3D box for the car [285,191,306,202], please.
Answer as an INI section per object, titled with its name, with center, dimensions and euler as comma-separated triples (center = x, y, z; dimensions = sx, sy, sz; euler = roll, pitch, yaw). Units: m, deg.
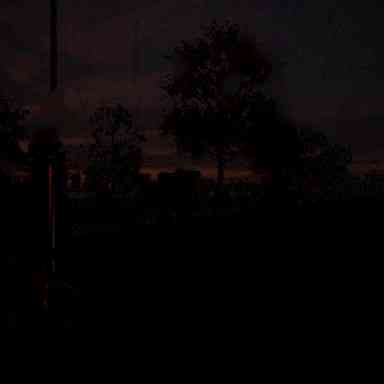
[car]
center = 15.345, 0.594, 49.126
dimensions = 1.882, 1.535, 5.008
euler = 0, 1, 36
